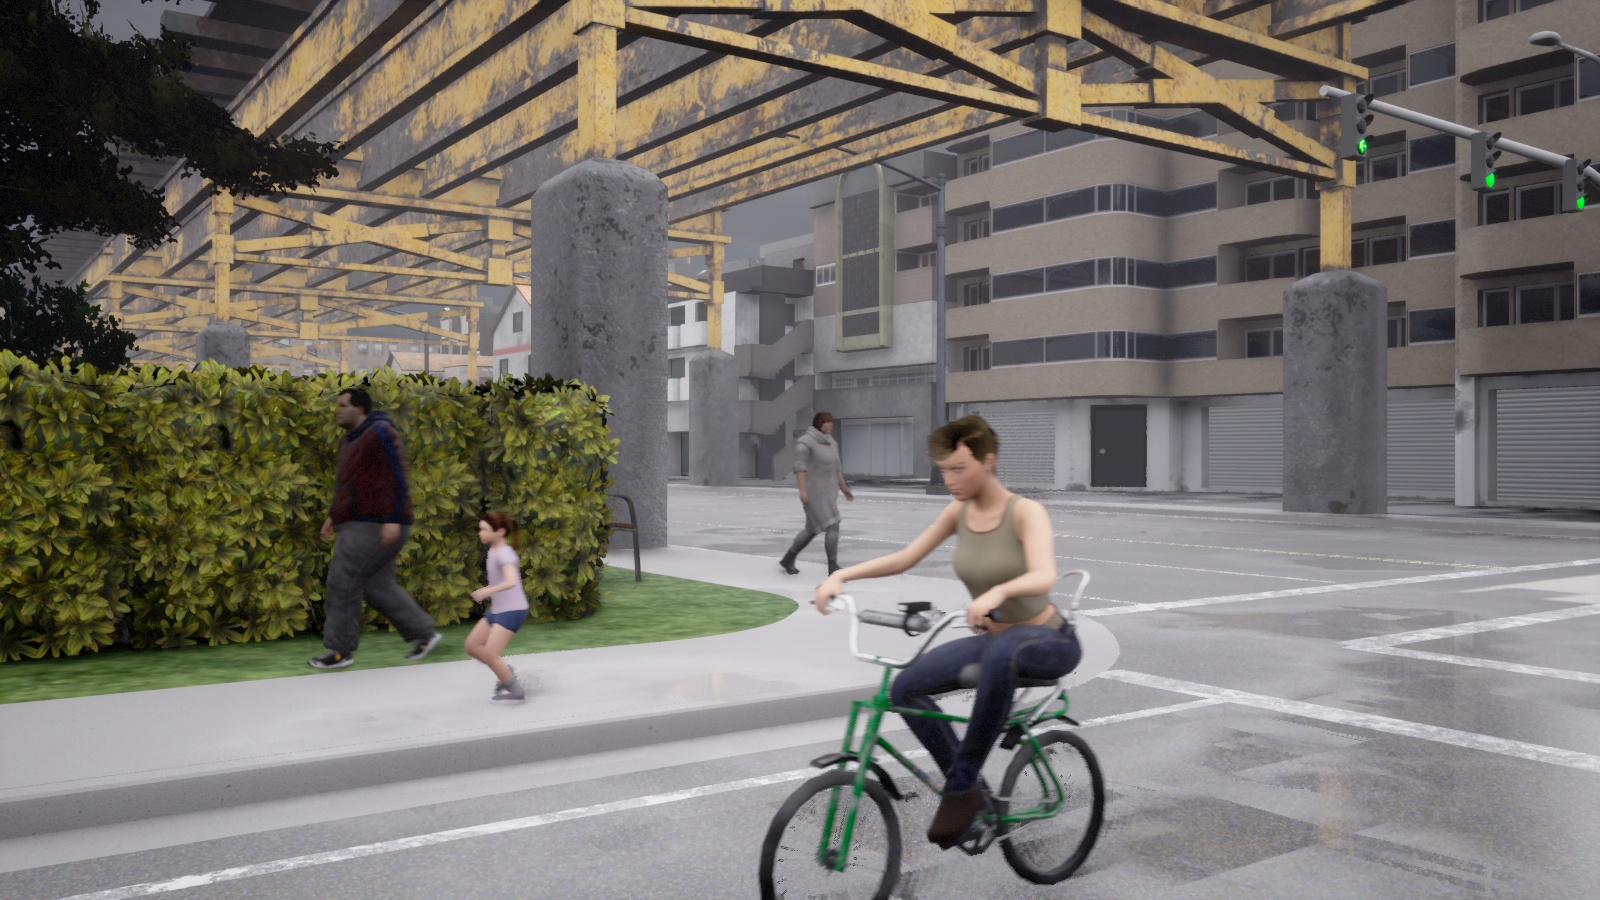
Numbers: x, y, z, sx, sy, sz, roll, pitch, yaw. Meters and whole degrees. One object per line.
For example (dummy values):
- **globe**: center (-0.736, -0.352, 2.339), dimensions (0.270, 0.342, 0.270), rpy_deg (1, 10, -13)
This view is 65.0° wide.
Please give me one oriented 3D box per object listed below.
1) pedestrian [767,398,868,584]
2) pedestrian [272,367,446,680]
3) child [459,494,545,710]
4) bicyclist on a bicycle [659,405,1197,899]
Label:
- **pedestrian**: center (0.194, 0.430, 13.671), dimensions (0.873, 1.952, 0.659), rpy_deg (0, 0, 35)
- **pedestrian**: center (-2.778, 0.435, 7.904), dimensions (0.899, 1.844, 0.634), rpy_deg (0, 0, -34)
- **child**: center (-1.602, 0.801, 6.751), dimensions (0.394, 1.110, 0.255), rpy_deg (0, 0, -28)
- **bicyclist on a bicycle**: center (0.428, 0.690, 4.013), dimensions (1.509, 1.612, 0.866), rpy_deg (0, 0, -36)
